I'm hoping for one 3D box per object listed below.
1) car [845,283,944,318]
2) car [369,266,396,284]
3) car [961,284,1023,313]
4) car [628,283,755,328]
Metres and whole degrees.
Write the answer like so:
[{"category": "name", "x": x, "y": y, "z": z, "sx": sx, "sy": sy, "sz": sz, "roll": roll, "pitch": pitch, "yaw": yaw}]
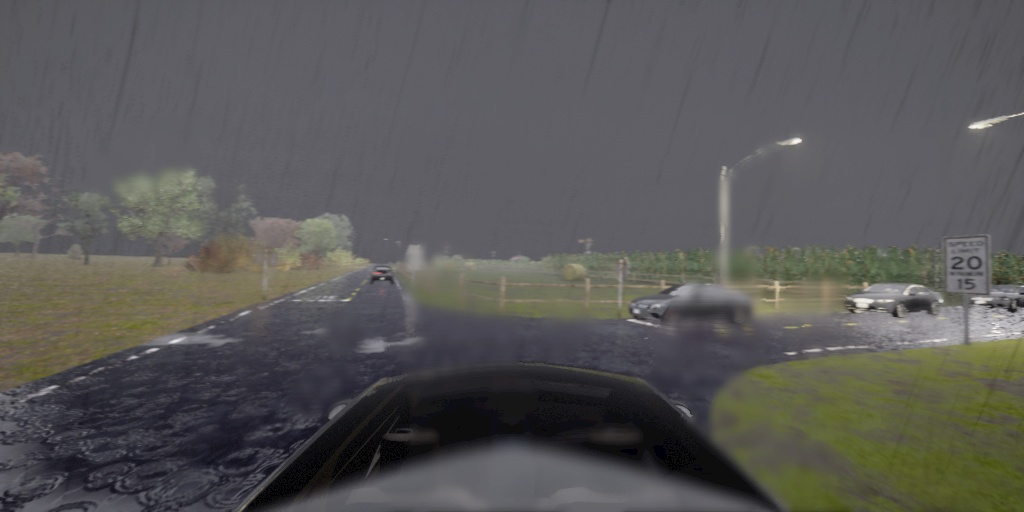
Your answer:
[{"category": "car", "x": 18.170, "y": 2.051, "z": 17.057, "sx": 4.902, "sy": 1.511, "sz": 2.128, "roll": 2, "pitch": -2, "yaw": -20}, {"category": "car", "x": -11.129, "y": 1.580, "z": 30.832, "sx": 1.837, "sy": 1.490, "sz": 4.892, "roll": 3, "pitch": -1, "yaw": -20}, {"category": "car", "x": 28.285, "y": 2.386, "z": 20.701, "sx": 4.902, "sy": 1.511, "sz": 2.128, "roll": 2, "pitch": -2, "yaw": -20}, {"category": "car", "x": 6.510, "y": 1.699, "z": 12.972, "sx": 4.674, "sy": 1.442, "sz": 1.812, "roll": 2, "pitch": -2, "yaw": -17}]
